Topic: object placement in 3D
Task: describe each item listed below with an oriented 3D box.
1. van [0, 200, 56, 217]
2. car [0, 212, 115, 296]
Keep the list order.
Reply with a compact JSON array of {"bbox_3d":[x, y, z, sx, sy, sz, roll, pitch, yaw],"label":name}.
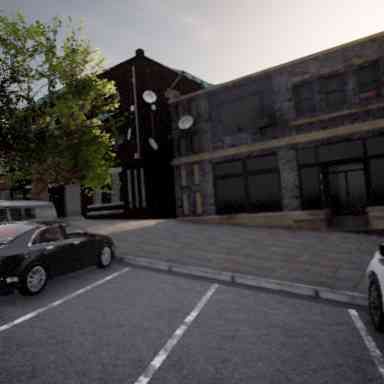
[{"bbox_3d":[-6.305,1.262,10.422,1.878,1.987,4.442,1,-1,16],"label":"van"},{"bbox_3d":[-3.833,1.489,8.759,2.231,1.521,4.892,0,-1,16],"label":"car"}]
